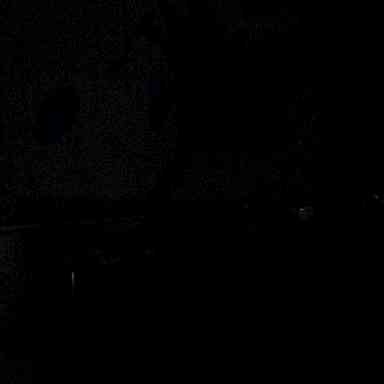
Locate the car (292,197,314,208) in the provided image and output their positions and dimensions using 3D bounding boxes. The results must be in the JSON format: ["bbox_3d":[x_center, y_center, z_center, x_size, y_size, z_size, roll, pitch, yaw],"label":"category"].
[{"bbox_3d":[15.346,1.384,45.918,1.994,1.385,4.181,1,1,36],"label":"car"}]

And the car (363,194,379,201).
[{"bbox_3d":[40.870,1.221,76.556,2.097,1.767,4.553,1,1,36],"label":"car"}]
